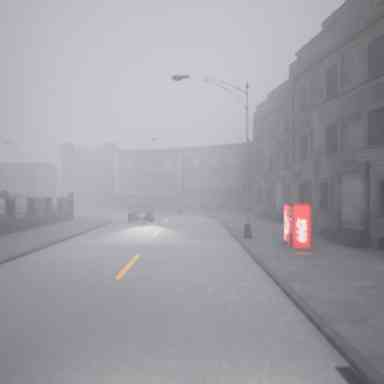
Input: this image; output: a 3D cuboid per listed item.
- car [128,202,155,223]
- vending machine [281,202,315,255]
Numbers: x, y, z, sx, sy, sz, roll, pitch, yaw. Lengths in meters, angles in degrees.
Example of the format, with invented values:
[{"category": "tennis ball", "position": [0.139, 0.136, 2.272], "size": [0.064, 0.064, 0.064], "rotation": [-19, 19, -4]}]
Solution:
[{"category": "car", "position": [-4.049, 1.569, 26.562], "size": [2.128, 1.511, 4.902], "rotation": [1, 0, -10]}, {"category": "vending machine", "position": [4.298, 1.454, 13.559], "size": [1.100, 2.100, 0.880], "rotation": [0, 0, 0]}]
